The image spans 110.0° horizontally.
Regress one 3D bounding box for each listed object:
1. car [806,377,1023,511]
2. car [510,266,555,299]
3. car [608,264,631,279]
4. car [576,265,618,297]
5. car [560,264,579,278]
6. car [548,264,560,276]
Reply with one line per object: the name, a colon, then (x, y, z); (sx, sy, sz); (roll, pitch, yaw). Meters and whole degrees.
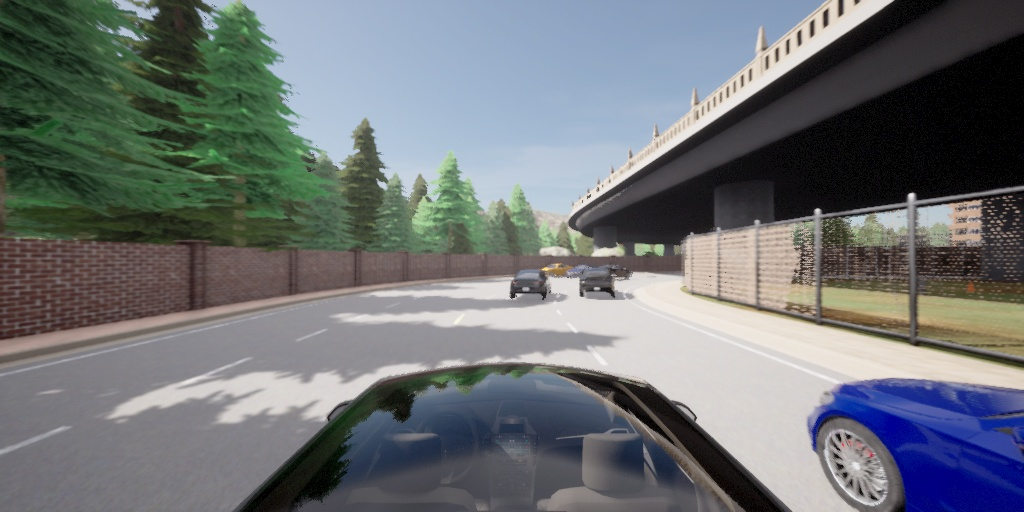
car: (3.599, 1.272, 1.299); (1.812, 1.442, 4.674); (0, -1, 0)
car: (1.083, 1.449, 19.436); (1.812, 1.442, 4.674); (0, -1, 11)
car: (9.963, 1.571, 35.296); (2.128, 1.511, 4.902); (-1, -1, 44)
car: (4.897, 1.440, 20.577); (1.837, 1.490, 4.892); (-1, -1, 14)
car: (7.569, 1.632, 38.071); (4.674, 1.442, 1.812); (1, -1, -42)
car: (4.871, 1.605, 40.278); (5.008, 1.535, 1.882); (0, -1, -43)
